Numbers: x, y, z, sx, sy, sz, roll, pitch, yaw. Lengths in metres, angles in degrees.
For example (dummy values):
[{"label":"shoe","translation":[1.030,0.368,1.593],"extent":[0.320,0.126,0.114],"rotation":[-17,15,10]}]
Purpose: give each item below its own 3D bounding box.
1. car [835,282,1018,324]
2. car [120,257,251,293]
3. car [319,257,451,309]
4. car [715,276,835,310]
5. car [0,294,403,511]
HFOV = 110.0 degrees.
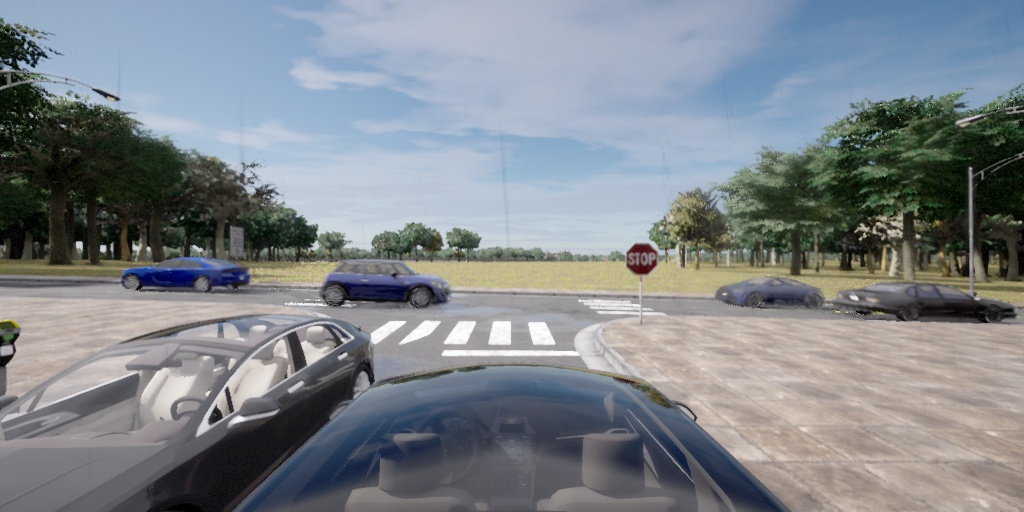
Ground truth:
[{"label":"car","translation":[15.525,1.713,13.666],"extent":[5.357,1.411,2.033],"rotation":[2,0,0]},{"label":"car","translation":[-14.872,0.802,16.473],"extent":[5.008,1.535,1.882],"rotation":[2,0,0]},{"label":"car","translation":[-4.609,0.946,13.573],"extent":[4.553,1.767,2.097],"rotation":[2,0,0]},{"label":"car","translation":[11.839,1.640,16.599],"extent":[4.181,1.385,1.994],"rotation":[2,0,0]},{"label":"car","translation":[-2.645,1.294,3.122],"extent":[2.007,1.370,4.403],"rotation":[0,0,0]}]
